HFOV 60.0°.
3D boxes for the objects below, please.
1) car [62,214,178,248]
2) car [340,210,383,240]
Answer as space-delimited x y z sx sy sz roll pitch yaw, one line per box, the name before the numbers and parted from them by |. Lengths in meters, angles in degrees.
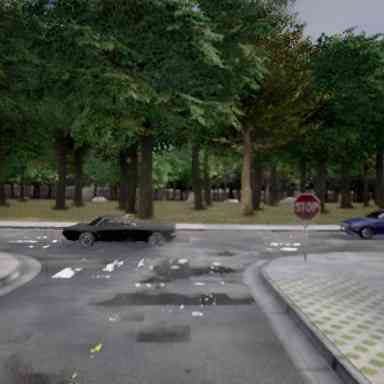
car | -2.972 1.637 14.498 4.718 1.301 1.895 0 0 0
car | 10.279 1.653 17.494 4.674 1.442 1.812 0 1 0
